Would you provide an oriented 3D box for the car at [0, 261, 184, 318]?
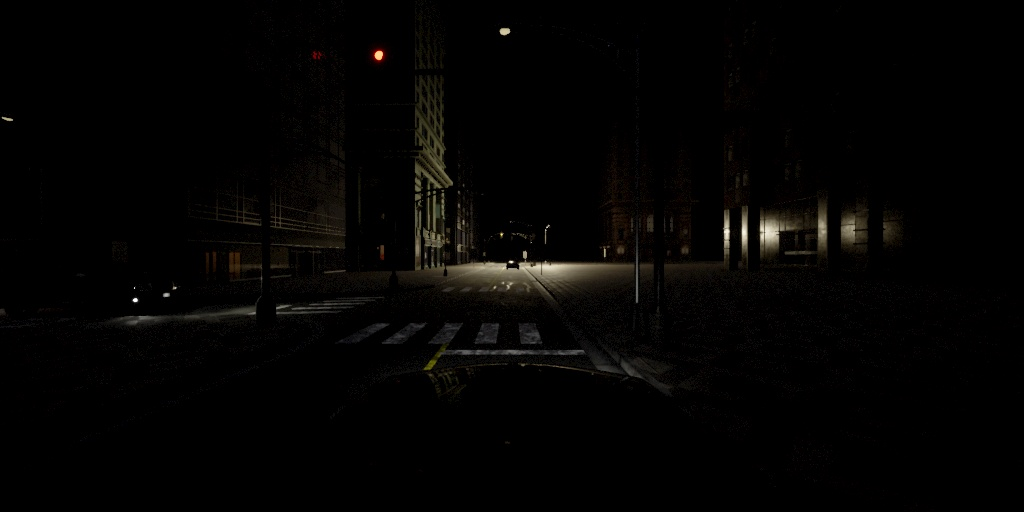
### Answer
[{"bbox_3d":[-16.103,1.192,13.818,5.566,2.045,2.150,-1,0,0],"label":"car"}]

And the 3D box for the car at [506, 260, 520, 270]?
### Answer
[{"bbox_3d":[0.117,1.325,53.436,1.994,1.385,4.181,0,0,0],"label":"car"}]
